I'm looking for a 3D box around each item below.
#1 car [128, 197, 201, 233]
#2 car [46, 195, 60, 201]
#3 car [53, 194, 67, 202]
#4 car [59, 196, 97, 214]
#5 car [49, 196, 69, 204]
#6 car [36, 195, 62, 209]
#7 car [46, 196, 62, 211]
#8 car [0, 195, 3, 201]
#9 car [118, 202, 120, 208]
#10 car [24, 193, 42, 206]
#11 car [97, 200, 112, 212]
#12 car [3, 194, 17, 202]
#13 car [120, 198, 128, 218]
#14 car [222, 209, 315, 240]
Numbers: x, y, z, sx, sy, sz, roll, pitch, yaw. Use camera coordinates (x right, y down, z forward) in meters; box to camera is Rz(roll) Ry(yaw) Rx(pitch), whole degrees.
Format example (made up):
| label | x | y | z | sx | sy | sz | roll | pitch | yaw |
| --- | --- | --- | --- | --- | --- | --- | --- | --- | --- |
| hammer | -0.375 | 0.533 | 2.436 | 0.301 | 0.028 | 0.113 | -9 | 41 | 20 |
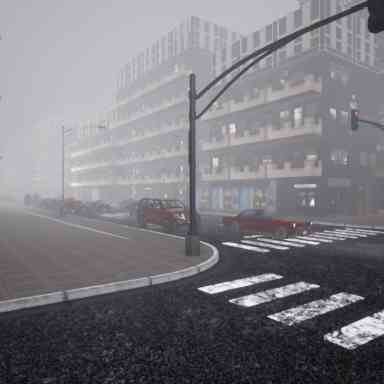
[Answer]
| label | x | y | z | sx | sy | sz | roll | pitch | yaw |
| --- | --- | --- | --- | --- | --- | --- | --- | --- | --- |
| car | -1.556 | 1.264 | 19.679 | 2.192 | 1.841 | 5.009 | 0 | 0 | -36 |
| car | -31.318 | 1.379 | 75.058 | 2.008 | 1.369 | 4.403 | 0 | 0 | -36 |
| car | -27.996 | 1.269 | 70.472 | 1.967 | 1.590 | 4.097 | 0 | 0 | -36 |
| car | -11.524 | 1.444 | 33.442 | 1.887 | 1.381 | 4.507 | 0 | 0 | -36 |
| car | -24.517 | 1.383 | 61.265 | 2.033 | 1.411 | 5.357 | 0 | 0 | -37 |
| car | -18.171 | 1.436 | 42.619 | 1.947 | 1.339 | 4.313 | 0 | 0 | -36 |
| car | -14.848 | 1.451 | 38.030 | 1.947 | 1.339 | 4.313 | 0 | 0 | -36 |
| car | -41.430 | 1.269 | 74.730 | 1.967 | 1.590 | 4.097 | 0 | 0 | -36 |
| car | -8.061 | 1.465 | 42.947 | 1.802 | 1.307 | 4.206 | 0 | 0 | -36 |
| car | -24.815 | 1.162 | 51.793 | 2.192 | 1.841 | 5.009 | 0 | 0 | -36 |
| car | -10.393 | 1.496 | 36.304 | 1.895 | 1.301 | 4.718 | 0 | 0 | -36 |
| car | -38.107 | 1.412 | 70.144 | 1.802 | 1.307 | 4.206 | 0 | 0 | -36 |
| car | -3.738 | 1.403 | 27.102 | 1.882 | 1.535 | 5.008 | 0 | 0 | -36 |
| car | 3.821 | 1.569 | 17.150 | 1.895 | 1.301 | 4.718 | 0 | 0 | -40 |
